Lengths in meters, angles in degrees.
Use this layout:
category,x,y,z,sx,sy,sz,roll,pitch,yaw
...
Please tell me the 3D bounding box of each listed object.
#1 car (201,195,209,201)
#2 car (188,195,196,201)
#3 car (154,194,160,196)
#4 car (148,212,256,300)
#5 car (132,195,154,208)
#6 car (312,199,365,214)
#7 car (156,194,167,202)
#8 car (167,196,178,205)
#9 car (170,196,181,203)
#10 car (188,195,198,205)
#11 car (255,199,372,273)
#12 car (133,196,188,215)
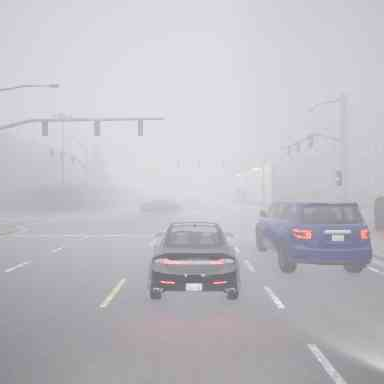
category,x,y,z,sx,sy,sz,roll,pitch,yaw
car,3.509,1.525,88.823,2.128,1.511,4.902,0,0,0
car,0.009,1.552,87.558,1.994,1.385,4.181,0,0,0
car,-7.079,1.352,56.092,2.097,1.767,4.553,0,0,0
car,0.058,1.492,8.391,2.128,1.511,4.902,0,0,0
car,-7.140,1.352,47.268,2.097,1.767,4.553,0,0,2
car,15.586,1.560,35.628,4.892,1.490,1.837,0,0,0
car,-6.992,1.355,76.460,2.097,1.767,4.553,0,0,0
car,-3.562,1.505,61.480,1.837,1.490,4.892,0,0,1
car,-3.493,1.540,71.880,2.033,1.411,5.357,0,0,0
car,0.103,1.352,60.623,2.097,1.767,4.553,0,0,0
car,3.572,1.221,10.834,2.150,2.045,5.566,0,0,0
car,-3.118,1.516,33.720,2.128,1.511,4.902,1,0,42
